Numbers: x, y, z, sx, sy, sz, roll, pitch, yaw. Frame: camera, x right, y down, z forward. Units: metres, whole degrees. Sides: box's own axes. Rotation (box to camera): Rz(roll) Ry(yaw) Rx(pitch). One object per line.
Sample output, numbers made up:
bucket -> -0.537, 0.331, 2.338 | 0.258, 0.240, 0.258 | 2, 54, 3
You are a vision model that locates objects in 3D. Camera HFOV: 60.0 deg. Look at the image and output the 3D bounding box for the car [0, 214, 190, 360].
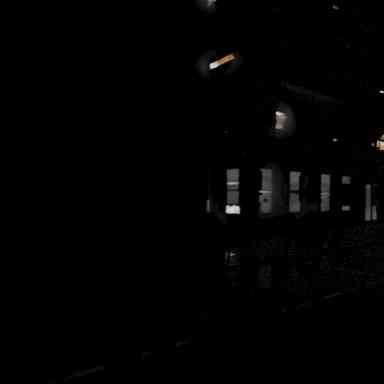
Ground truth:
car -> -2.357, 1.319, 4.861 | 5.009, 1.841, 2.192 | 0, 1, -36
